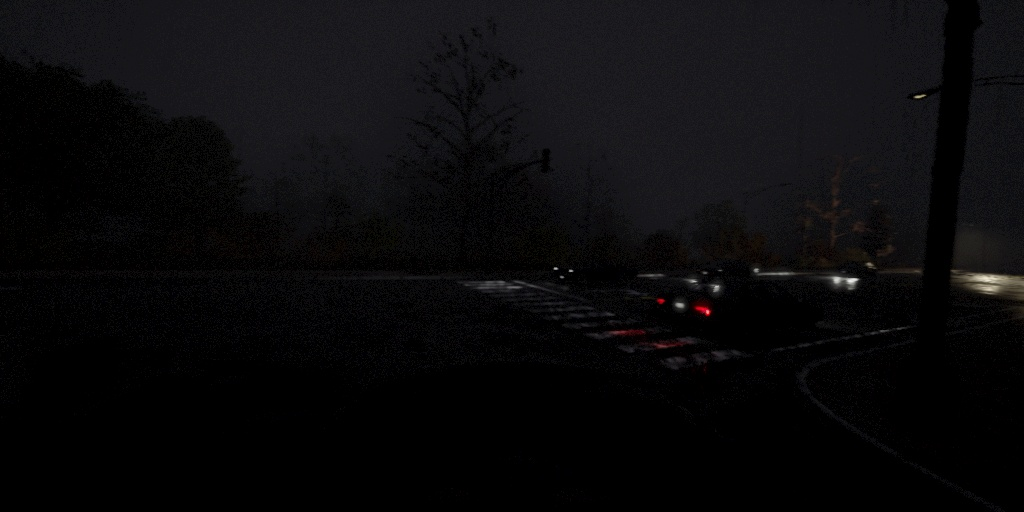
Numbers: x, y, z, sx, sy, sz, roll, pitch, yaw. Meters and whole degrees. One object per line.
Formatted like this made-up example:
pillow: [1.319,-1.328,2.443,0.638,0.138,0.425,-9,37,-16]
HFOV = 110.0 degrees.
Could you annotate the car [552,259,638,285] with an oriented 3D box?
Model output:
car: [4.650,0.848,20.133,4.718,1.301,1.895,1,3,-26]

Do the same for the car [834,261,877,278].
car: [33.106,1.255,34.490,4.902,1.511,2.128,1,3,-27]

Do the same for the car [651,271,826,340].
car: [6.423,1.323,10.046,5.357,1.411,2.033,1,3,-26]

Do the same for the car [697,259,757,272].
car: [15.278,0.949,25.400,4.892,1.490,1.837,1,3,-27]
